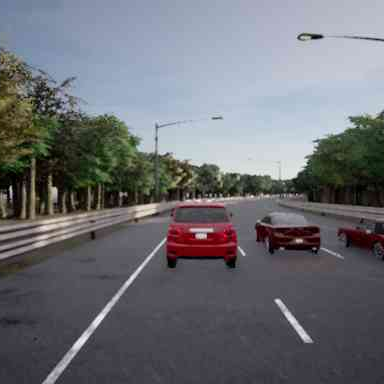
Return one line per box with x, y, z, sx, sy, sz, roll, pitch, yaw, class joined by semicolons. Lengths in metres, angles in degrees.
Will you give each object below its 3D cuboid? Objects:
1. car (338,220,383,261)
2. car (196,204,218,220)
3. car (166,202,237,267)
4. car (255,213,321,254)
7.380;1.740;12.798;1.895;1.301;4.718;0;-1;2;car
1.555;1.906;32.709;1.994;1.385;4.181;0;-1;5;car
0.343;1.349;12.037;2.150;2.045;5.566;0;0;2;car
3.941;1.631;14.417;1.882;1.535;5.008;0;-1;2;car
